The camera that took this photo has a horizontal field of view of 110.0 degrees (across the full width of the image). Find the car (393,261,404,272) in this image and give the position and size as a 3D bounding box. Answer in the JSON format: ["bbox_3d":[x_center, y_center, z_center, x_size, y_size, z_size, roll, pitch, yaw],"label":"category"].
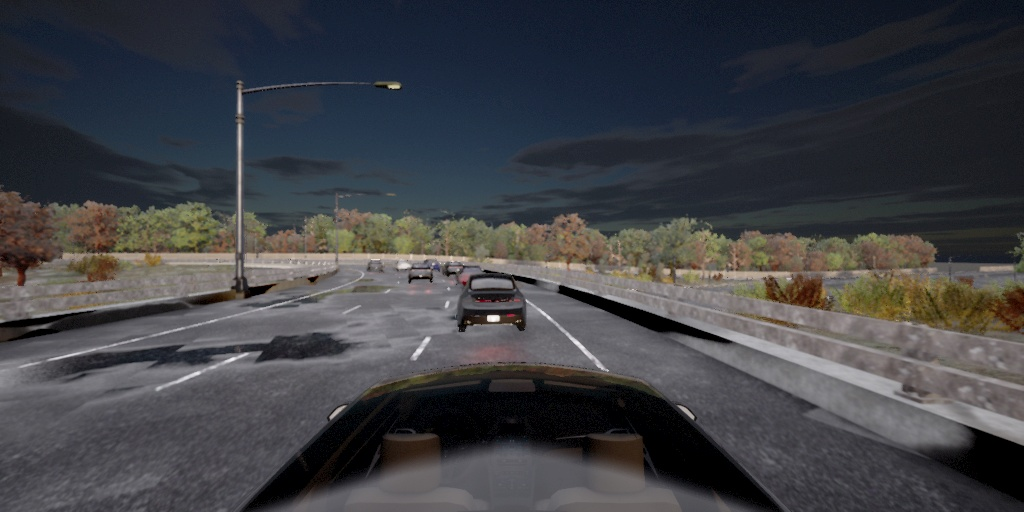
[{"bbox_3d":[-15.185,1.379,49.536,1.812,1.442,4.674,0,-1,-26],"label":"car"}]

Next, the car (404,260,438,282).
[{"bbox_3d":[-7.486,1.301,29.321,2.128,1.511,4.902,0,0,-15],"label":"car"}]

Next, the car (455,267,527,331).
[{"bbox_3d":[-0.679,1.274,11.172,1.837,1.490,4.892,0,0,-5],"label":"car"}]

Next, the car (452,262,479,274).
[{"bbox_3d":[-2.851,1.361,24.784,1.994,1.385,4.181,0,0,-13],"label":"car"}]

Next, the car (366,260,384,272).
[{"bbox_3d":[-18.490,1.343,48.329,2.128,1.511,4.902,0,0,-26],"label":"car"}]

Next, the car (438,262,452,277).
[{"bbox_3d":[-6.037,1.311,36.609,2.128,1.511,4.902,0,0,-18],"label":"car"}]
